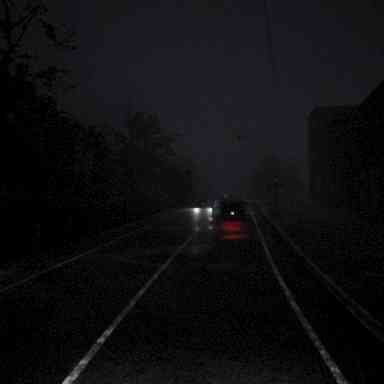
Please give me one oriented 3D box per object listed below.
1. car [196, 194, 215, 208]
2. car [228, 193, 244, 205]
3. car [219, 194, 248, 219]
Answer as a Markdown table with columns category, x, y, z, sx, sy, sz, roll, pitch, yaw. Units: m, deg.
| category | x | y | z | sx | sy | sz | roll | pitch | yaw |
| --- | --- | --- | --- | --- | --- | --- | --- | --- | --- |
| car | 1.556 | 0.954 | 37.608 | 1.812 | 1.442 | 4.674 | 0 | 1 | 9 |
| car | 5.669 | 0.881 | 42.471 | 1.895 | 1.301 | 4.718 | 0 | 1 | 9 |
| car | 3.173 | 1.154 | 25.593 | 1.837 | 1.490 | 4.892 | 0 | 2 | 8 |
